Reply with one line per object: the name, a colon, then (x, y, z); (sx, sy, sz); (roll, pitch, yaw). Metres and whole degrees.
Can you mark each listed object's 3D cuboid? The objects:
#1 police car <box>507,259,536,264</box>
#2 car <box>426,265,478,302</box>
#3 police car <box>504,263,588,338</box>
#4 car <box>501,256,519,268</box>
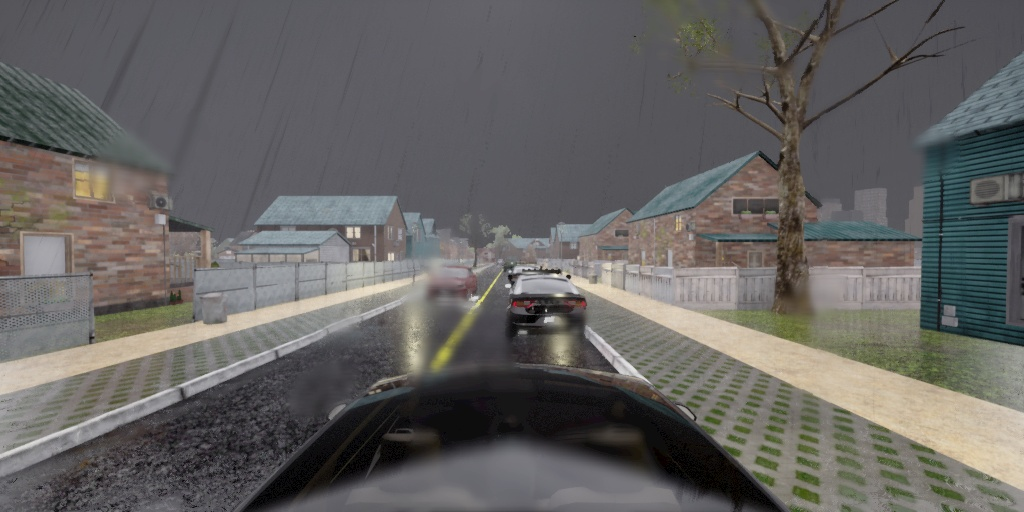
police car: (0.830, 1.182, 20.282); (1.930, 1.638, 5.238); (0, 0, 0)
car: (-2.746, 1.230, 17.204); (1.882, 1.535, 5.008); (0, 0, 0)
police car: (0.827, 1.174, 10.279); (1.930, 1.638, 5.238); (0, 0, 0)
car: (0.032, 1.026, 46.927); (2.150, 2.045, 5.566); (0, 0, 0)
